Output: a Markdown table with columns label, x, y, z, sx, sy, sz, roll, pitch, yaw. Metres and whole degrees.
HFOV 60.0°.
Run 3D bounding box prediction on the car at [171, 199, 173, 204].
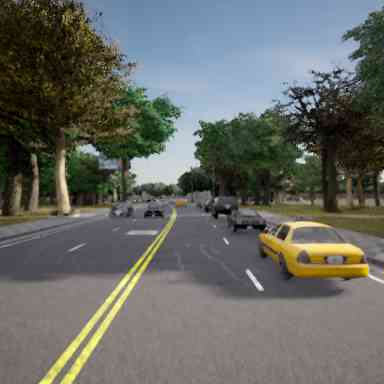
| label | x | y | z | sx | sy | sz | roll | pitch | yaw |
| --- | --- | --- | --- | --- | --- | --- | --- | --- | --- |
| car | -4.317 | 2.319 | 82.801 | 1.895 | 1.301 | 4.718 | 0 | -1 | -8 |

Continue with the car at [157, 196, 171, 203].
| label | x | y | z | sx | sy | sz | roll | pitch | yaw |
| --- | --- | --- | --- | --- | --- | --- | --- | --- | --- |
| car | -6.230 | 1.908 | 71.603 | 2.150 | 2.045 | 5.566 | 0 | -1 | -6 |

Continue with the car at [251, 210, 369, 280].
| label | x | y | z | sx | sy | sz | roll | pitch | yaw |
| --- | --- | --- | --- | --- | --- | --- | --- | --- | --- |
| car | 3.258 | 1.523 | 10.123 | 1.801 | 1.575 | 5.366 | 0 | 0 | 0 |

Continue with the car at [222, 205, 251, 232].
| label | x | y | z | sx | sy | sz | roll | pitch | yaw |
| --- | --- | --- | --- | --- | --- | --- | --- | --- | --- |
| car | 3.260 | 1.746 | 20.993 | 1.895 | 1.301 | 4.718 | 0 | 0 | 0 |

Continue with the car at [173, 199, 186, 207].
| label | x | y | z | sx | sy | sz | roll | pitch | yaw |
| --- | --- | --- | --- | --- | --- | --- | --- | --- | --- |
| car | -2.146 | 2.078 | 64.104 | 1.882 | 1.535 | 5.008 | 0 | -1 | -6 |

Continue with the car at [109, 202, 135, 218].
| label | x | y | z | sx | sy | sz | roll | pitch | yaw |
| --- | --- | --- | --- | --- | --- | --- | --- | --- | --- |
| car | -6.820 | 1.739 | 32.780 | 2.128 | 1.511 | 4.902 | 0 | -1 | -2 |

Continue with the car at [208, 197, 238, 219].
| label | x | y | z | sx | sy | sz | roll | pitch | yaw |
| --- | --- | --- | --- | --- | --- | --- | --- | --- | --- |
| car | 3.082 | 1.456 | 32.106 | 2.150 | 2.045 | 5.566 | 0 | -1 | -2 |

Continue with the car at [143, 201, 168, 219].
| label | x | y | z | sx | sy | sz | roll | pitch | yaw |
| --- | --- | --- | --- | --- | --- | --- | --- | --- | --- |
| car | -3.544 | 1.840 | 32.153 | 1.895 | 1.301 | 4.718 | 0 | -1 | -2 |

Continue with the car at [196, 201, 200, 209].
| label | x | y | z | sx | sy | sz | roll | pitch | yaw |
| --- | --- | --- | --- | --- | --- | --- | --- | --- | --- |
| car | 1.874 | 2.014 | 54.273 | 2.033 | 1.411 | 5.357 | 0 | -1 | -7 |

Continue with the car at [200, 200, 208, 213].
| label | x | y | z | sx | sy | sz | roll | pitch | yaw |
| --- | --- | --- | --- | --- | --- | --- | --- | --- | --- |
| car | 2.644 | 1.773 | 43.184 | 2.033 | 1.649 | 4.856 | 0 | -1 | -3 |
